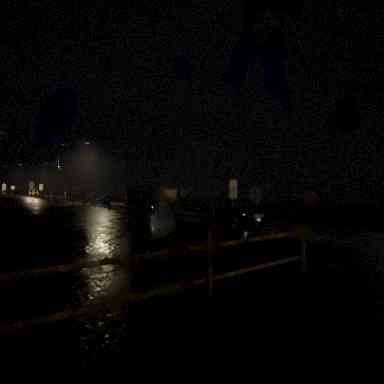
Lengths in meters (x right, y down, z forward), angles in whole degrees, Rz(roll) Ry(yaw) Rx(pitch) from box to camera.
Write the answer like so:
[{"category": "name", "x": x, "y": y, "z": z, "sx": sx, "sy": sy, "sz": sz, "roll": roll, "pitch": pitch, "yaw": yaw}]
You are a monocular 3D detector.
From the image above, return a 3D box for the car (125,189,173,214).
[{"category": "car", "x": -3.884, "y": 0.741, "z": 29.040, "sx": 2.150, "sy": 2.045, "sz": 5.566, "roll": 1, "pitch": 0, "yaw": -36}]

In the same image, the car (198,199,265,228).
[{"category": "car", "x": 2.299, "y": 1.225, "z": 20.337, "sx": 2.128, "sy": 1.511, "sz": 4.902, "roll": 1, "pitch": 1, "yaw": -35}]

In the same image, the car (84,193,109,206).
[{"category": "car", "x": -11.304, "y": 0.814, "z": 39.424, "sx": 1.812, "sy": 1.442, "sz": 4.674, "roll": 1, "pitch": 0, "yaw": -35}]

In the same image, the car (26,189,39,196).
[{"category": "car", "x": -39.967, "y": 0.125, "z": 84.095, "sx": 1.882, "sy": 1.535, "sz": 5.008, "roll": 1, "pitch": 0, "yaw": -33}]
